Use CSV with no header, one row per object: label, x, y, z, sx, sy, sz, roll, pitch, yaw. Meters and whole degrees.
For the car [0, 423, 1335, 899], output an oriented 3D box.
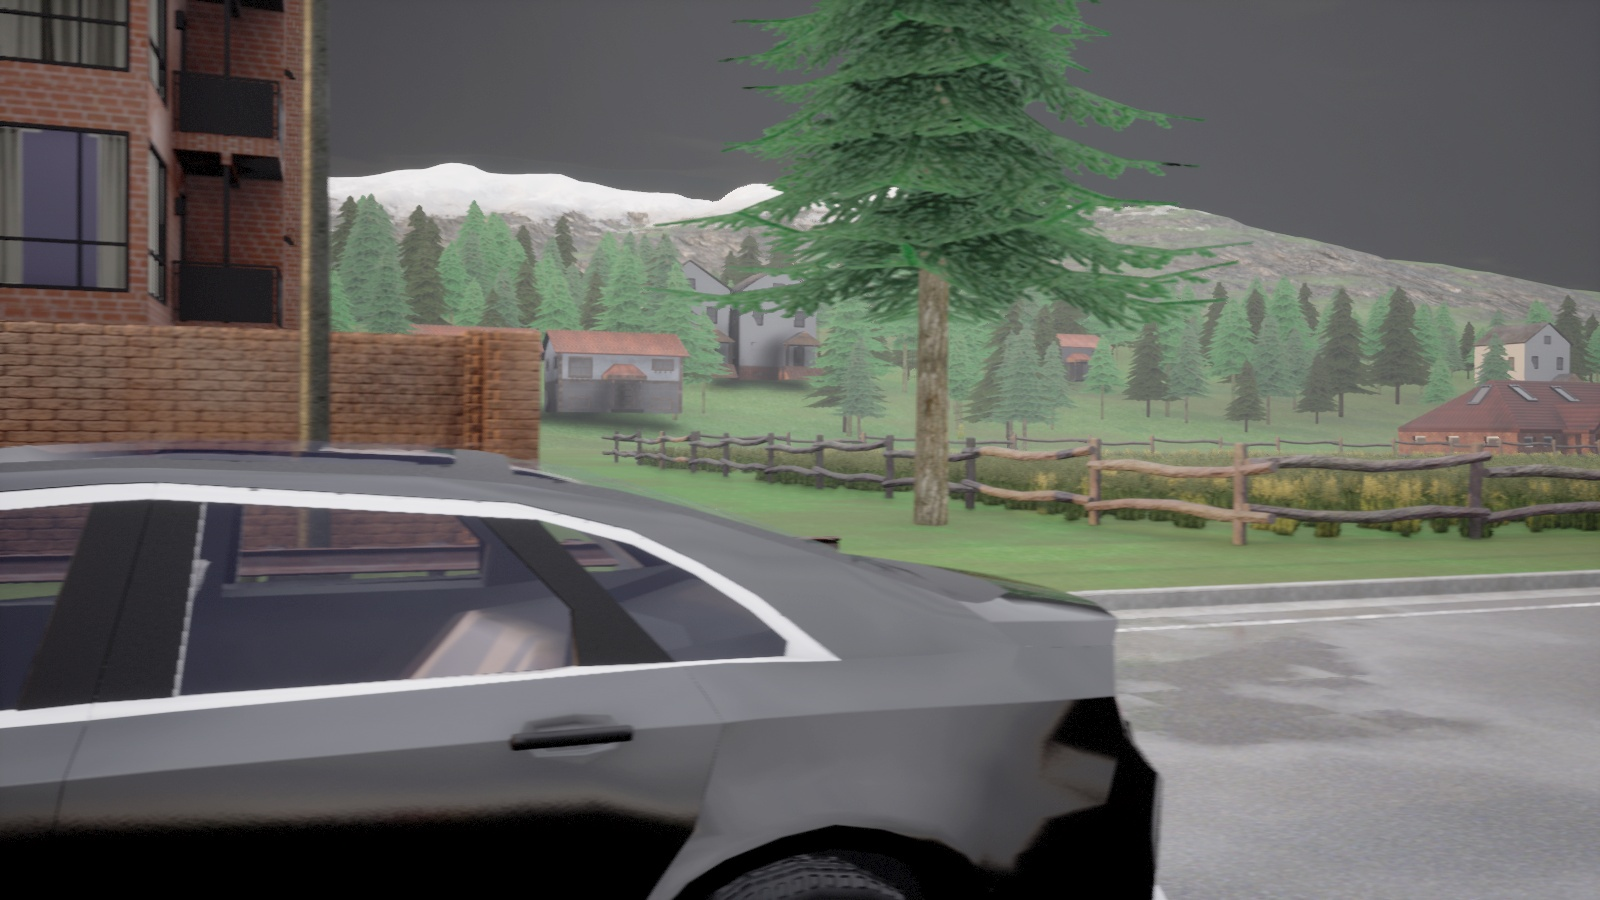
car,-1.602,0.729,2.630,4.902,1.511,2.128,-1,1,-21
